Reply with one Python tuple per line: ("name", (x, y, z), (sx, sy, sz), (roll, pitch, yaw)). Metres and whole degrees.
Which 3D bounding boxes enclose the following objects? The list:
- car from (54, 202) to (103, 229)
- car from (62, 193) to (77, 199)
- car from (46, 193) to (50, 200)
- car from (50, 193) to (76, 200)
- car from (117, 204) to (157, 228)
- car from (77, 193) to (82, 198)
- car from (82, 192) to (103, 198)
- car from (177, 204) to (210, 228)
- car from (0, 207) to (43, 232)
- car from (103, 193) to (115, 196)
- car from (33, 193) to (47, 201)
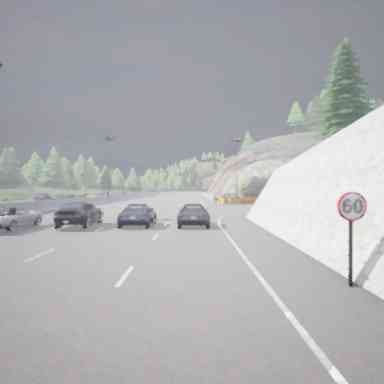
("car", (-6.900, 1.384, 20.622), (1.837, 1.490, 4.892), (0, 0, 0))
("car", (-31.503, 1.024, 85.795), (2.128, 1.511, 4.902), (0, 0, 0))
("car", (-28.002, 1.116, 69.962), (2.128, 1.511, 4.902), (0, 0, 0))
("car", (-21.057, 1.244, 54.531), (1.994, 1.385, 4.181), (0, 0, 0))
("car", (-3.401, 1.440, 21.107), (1.994, 1.385, 4.181), (0, 0, 0))
("car", (-28.003, 1.038, 85.795), (2.033, 1.411, 5.357), (0, 0, 0))
("car", (-21.002, 1.067, 70.305), (1.882, 1.535, 5.008), (0, 0, 0))
("car", (0.100, 1.440, 21.167), (1.994, 1.385, 4.181), (0, 0, 0))
("car", (-10.401, 1.489, 19.039), (1.895, 1.301, 4.718), (0, 0, 0))
("car", (-21.003, 1.021, 86.062), (1.812, 1.442, 4.674), (0, 0, 0))
("car", (-31.502, 0.946, 69.991), (2.097, 1.767, 4.553), (0, 0, 0))
